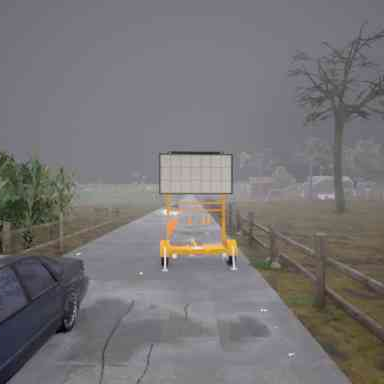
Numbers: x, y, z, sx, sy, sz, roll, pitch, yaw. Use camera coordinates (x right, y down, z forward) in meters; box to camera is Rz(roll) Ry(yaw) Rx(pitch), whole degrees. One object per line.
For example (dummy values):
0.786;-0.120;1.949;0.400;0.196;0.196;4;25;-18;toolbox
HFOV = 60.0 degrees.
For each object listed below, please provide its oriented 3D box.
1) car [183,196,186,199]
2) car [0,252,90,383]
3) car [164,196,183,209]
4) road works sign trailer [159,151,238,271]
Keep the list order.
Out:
-2.719;1.787;91.024;1.837;1.490;4.892;0;-1;0;car
-2.850;1.548;4.062;2.033;1.411;5.357;0;0;0;car
-2.832;1.630;46.862;2.128;1.511;4.902;0;0;0;car
0.115;0.476;10.977;2.380;3.560;2.880;0;0;-5;road works sign trailer
